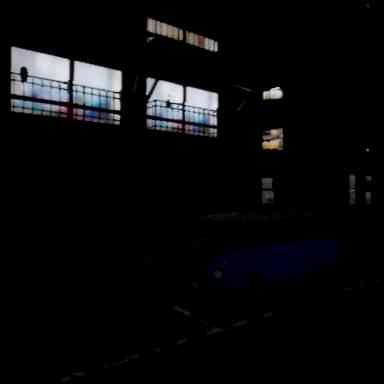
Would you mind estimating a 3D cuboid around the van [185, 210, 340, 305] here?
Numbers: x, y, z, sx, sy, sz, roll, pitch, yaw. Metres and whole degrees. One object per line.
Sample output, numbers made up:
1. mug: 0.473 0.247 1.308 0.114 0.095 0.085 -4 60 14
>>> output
1. van: 1.760 1.341 7.808 3.998 1.788 1.690 0 0 -36
